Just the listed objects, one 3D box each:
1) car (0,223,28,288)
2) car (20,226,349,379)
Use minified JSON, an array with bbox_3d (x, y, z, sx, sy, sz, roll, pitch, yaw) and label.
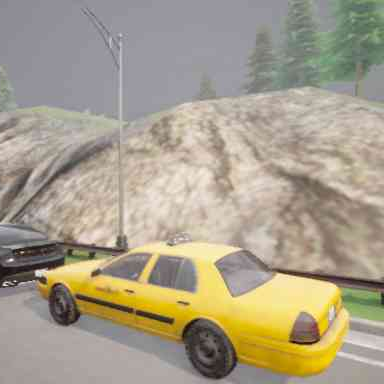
[{"bbox_3d":[-5.417,1.567,8.694,4.892,1.490,1.837,-1,0,32],"label":"car"},{"bbox_3d":[-0.438,1.468,5.466,5.366,1.575,1.801,-1,0,34],"label":"car"}]
